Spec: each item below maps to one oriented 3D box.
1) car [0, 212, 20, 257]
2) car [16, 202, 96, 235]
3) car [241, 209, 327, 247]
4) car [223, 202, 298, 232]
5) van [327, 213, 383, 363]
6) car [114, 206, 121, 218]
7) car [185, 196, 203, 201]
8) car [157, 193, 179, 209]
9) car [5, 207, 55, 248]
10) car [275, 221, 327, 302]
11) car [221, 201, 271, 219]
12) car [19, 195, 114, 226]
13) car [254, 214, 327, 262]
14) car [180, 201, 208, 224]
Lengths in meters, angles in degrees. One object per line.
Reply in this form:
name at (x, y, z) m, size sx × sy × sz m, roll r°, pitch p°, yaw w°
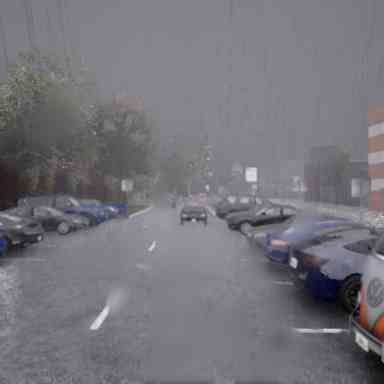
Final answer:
car at (-8.139, 1.478, 9.671) m, size 5.008 × 1.535 × 2.097 m, roll 0°, pitch 0°, yaw 0°
car at (-8.148, 1.474, 18.142) m, size 4.892 × 1.521 × 2.231 m, roll 0°, pitch 0°, yaw 0°
car at (4.429, 1.518, 12.565) m, size 4.674 × 1.452 × 2.002 m, roll 0°, pitch 0°, yaw 0°
car at (4.437, 1.474, 18.216) m, size 5.008 × 1.535 × 2.097 m, roll 0°, pitch 0°, yaw 0°
van at (4.303, 1.254, 4.088) m, size 4.442 × 1.987 × 1.878 m, roll 0°, pitch 0°, yaw 0°
car at (-8.072, 1.327, 26.622) m, size 4.553 × 1.767 × 2.185 m, roll 0°, pitch -1°, yaw 0°
car at (0.061, 1.496, 41.565) m, size 1.994 × 1.385 × 4.181 m, roll 0°, pitch 0°, yaw -2°
car at (-3.220, 1.146, 43.360) m, size 2.150 × 2.045 × 5.566 m, roll 0°, pitch 0°, yaw 0°
car at (-8.138, 1.478, 12.495) m, size 4.892 × 1.521 × 2.231 m, roll 0°, pitch 0°, yaw 0°
car at (4.451, 1.509, 6.914) m, size 4.792 × 1.488 × 2.163 m, roll 0°, pitch 0°, yaw 0°
car at (4.436, 1.510, 21.044) m, size 4.674 × 1.452 × 2.002 m, roll 0°, pitch 0°, yaw 0°
car at (-8.112, 1.219, 20.842) m, size 5.566 × 2.045 × 2.435 m, roll 0°, pitch 0°, yaw 0°
car at (4.421, 1.519, 9.740) m, size 4.674 × 1.452 × 2.002 m, roll 0°, pitch 0°, yaw 0°
car at (0.120, 1.586, 24.273) m, size 1.895 × 1.301 × 4.718 m, roll 0°, pitch 0°, yaw 0°
